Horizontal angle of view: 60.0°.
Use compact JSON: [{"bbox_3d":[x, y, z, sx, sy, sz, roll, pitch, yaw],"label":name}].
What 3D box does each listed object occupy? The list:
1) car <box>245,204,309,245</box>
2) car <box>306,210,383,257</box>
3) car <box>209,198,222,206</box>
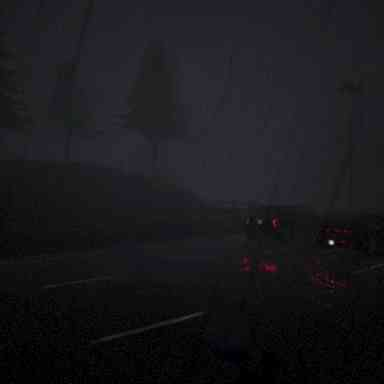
[{"bbox_3d":[4.718,1.351,15.850,4.553,1.767,2.097,0,0,-35],"label":"car"},{"bbox_3d":[6.874,1.506,13.088,4.892,1.490,1.837,0,0,-35],"label":"car"},{"bbox_3d":[3.832,1.599,54.562,1.895,1.301,4.718,0,0,-1],"label":"car"}]
